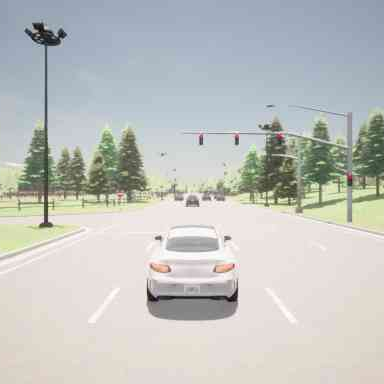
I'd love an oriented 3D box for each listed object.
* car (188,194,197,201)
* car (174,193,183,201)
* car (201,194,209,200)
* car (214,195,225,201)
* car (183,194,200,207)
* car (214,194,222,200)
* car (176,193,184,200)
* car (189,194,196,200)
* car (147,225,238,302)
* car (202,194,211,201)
[{"bbox_3d":[0.153,1.348,83.046,2.097,1.767,4.553,0,0,0],"label":"car"},{"bbox_3d":[-3.347,1.544,83.049,1.994,1.385,4.181,0,0,0],"label":"car"},{"bbox_3d":[3.671,1.372,93.073,2.033,1.411,5.357,0,0,0],"label":"car"},{"bbox_3d":[7.152,1.517,82.647,2.128,1.511,4.902,0,0,0],"label":"car"},{"bbox_3d":[0.096,1.352,52.017,2.097,1.767,4.553,0,0,0],"label":"car"},{"bbox_3d":[7.171,1.385,93.067,1.994,1.385,4.181,0,0,0],"label":"car"},{"bbox_3d":[-3.329,1.187,93.056,2.097,1.767,4.553,0,0,0],"label":"car"},{"bbox_3d":[0.171,1.332,93.079,1.837,1.490,4.892,0,0,0],"label":"car"},{"bbox_3d":[0.021,1.526,8.143,1.812,1.442,4.674,0,0,0],"label":"car"},{"bbox_3d":[3.653,1.348,83.040,2.097,1.767,4.553,0,0,0],"label":"car"}]
